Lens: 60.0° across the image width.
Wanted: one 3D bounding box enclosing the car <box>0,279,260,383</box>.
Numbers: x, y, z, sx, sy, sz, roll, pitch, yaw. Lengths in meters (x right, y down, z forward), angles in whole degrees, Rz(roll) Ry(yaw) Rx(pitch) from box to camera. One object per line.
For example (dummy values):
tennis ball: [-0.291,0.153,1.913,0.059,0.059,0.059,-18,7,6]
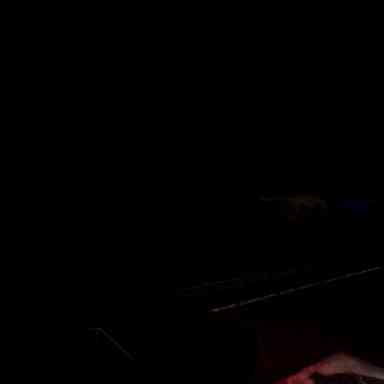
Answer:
car: [-1.721,1.600,2.766,4.718,1.301,1.895,0,0,-35]
